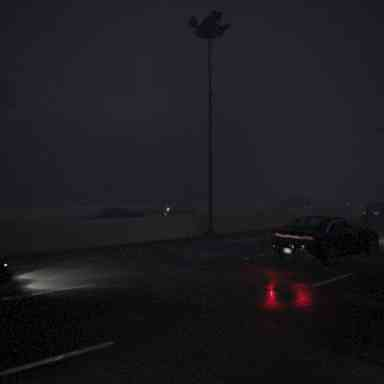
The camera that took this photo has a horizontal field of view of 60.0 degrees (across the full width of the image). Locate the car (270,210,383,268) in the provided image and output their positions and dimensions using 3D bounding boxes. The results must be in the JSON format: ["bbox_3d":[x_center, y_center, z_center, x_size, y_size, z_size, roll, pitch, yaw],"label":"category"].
[{"bbox_3d":[4.818,1.587,11.749,4.902,1.511,2.128,0,-1,-39],"label":"car"}]

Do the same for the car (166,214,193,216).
[{"bbox_3d":[-1.522,1.726,34.173,4.553,1.767,2.097,0,-1,-41],"label":"car"}]

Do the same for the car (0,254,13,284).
[{"bbox_3d":[-6.842,1.671,6.921,5.357,1.411,2.033,0,-1,-37],"label":"car"}]

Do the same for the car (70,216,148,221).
[{"bbox_3d":[-5.448,1.749,21.834,5.008,1.535,1.882,0,-1,-38],"label":"car"}]

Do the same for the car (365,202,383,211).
[{"bbox_3d":[14.293,1.516,24.519,4.553,1.767,2.097,0,-1,-44],"label":"car"}]

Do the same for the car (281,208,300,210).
[{"bbox_3d":[13.822,1.596,44.294,2.150,2.045,5.566,-1,-1,43],"label":"car"}]
